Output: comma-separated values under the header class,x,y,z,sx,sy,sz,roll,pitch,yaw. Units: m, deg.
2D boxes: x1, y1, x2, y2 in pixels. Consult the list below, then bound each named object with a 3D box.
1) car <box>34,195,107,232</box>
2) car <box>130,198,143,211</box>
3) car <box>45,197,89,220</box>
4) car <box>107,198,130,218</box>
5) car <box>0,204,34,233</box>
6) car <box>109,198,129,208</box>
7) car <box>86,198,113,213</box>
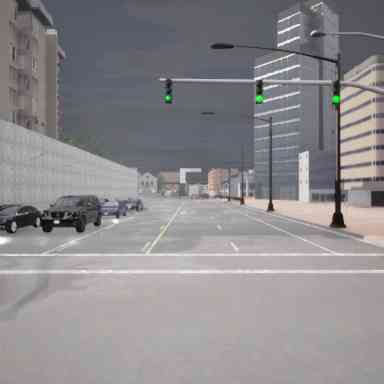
class,x,y,z,sx,sy,sz,roll,pitch,yaw
car,-7.109,1.221,20.235,2.150,2.045,5.566,0,0,0
car,-7.116,1.491,40.218,2.128,1.511,4.902,0,0,0
car,-10.618,1.352,28.671,2.097,1.767,4.553,0,0,0
car,-7.117,1.525,29.876,1.812,1.442,4.674,0,0,0
car,-10.612,1.505,19.603,1.837,1.490,4.892,0,0,0
car,-10.586,1.600,48.549,1.895,1.301,4.718,0,0,0
car,-10.618,1.504,38.488,1.837,1.490,4.892,0,0,0
